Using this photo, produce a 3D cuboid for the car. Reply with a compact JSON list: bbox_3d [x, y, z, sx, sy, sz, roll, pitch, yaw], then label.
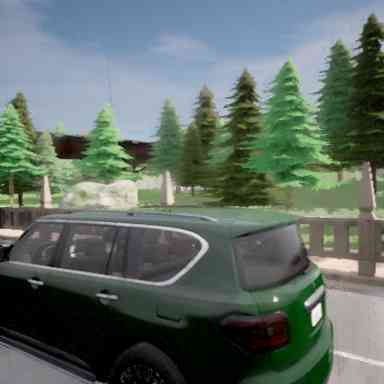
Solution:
[{"bbox_3d":[-1.089,1.214,4.537,5.566,2.045,2.150,0,0,34],"label":"car"}]
